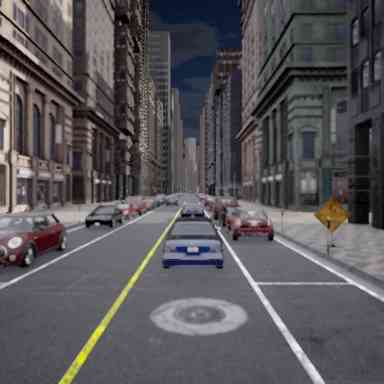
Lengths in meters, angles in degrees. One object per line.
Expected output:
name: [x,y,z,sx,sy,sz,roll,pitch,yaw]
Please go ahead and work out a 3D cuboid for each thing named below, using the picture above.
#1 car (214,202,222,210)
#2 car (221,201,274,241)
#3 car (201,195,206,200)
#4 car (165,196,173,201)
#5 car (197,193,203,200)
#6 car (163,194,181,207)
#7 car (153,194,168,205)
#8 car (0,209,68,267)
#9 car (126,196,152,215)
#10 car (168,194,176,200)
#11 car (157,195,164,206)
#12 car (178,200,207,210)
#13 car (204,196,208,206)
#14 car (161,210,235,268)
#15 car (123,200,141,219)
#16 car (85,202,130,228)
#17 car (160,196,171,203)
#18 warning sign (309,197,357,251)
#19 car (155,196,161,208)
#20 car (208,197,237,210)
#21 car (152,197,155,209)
car: [2.769,1.569,22.351,1.947,1.339,4.313,0,0,0]
car: [2.768,1.443,16.749,1.967,1.590,4.097,0,0,0]
car: [2.773,1.555,50.362,1.887,1.381,4.507,0,0,0]
car: [-5.748,1.603,83.968,1.802,1.307,4.206,0,0,0]
car: [2.777,1.459,78.372,1.967,1.590,4.097,0,0,0]
car: [-3.072,1.515,52.304,1.837,1.490,4.892,0,0,0]
car: [-5.750,1.328,61.561,2.192,1.841,5.009,0,0,0]
car: [-5.758,1.442,11.145,1.967,1.590,4.097,0,0,0]
car: [-5.754,1.321,33.552,2.192,1.841,5.009,0,0,0]
car: [-5.746,1.466,95.171,1.967,1.590,4.097,0,0,0]
car: [-5.753,1.576,50.357,1.947,1.339,4.313,0,0,0]
car: [0.066,1.606,28.468,1.895,1.301,4.718,0,0,0]
car: [2.771,1.558,39.157,2.008,1.369,4.403,0,0,0]
car: [0.044,1.549,11.179,2.033,1.411,5.357,0,0,1]
car: [-5.756,1.587,27.950,1.802,1.307,4.206,0,0,0]
car: [-5.757,1.569,22.348,1.947,1.339,4.313,0,0,0]
car: [-5.750,1.561,72.764,1.887,1.381,4.507,0,0,0]
warning sign: [5.065,1.117,12.056,1.300,1.860,1.060,0,0,0]
car: [-5.754,1.559,44.755,2.008,1.369,4.403,0,0,0]
car: [2.770,1.320,27.952,2.192,1.841,5.009,0,0,0]
car: [-5.754,1.533,38.984,1.752,1.417,4.829,0,0,0]
